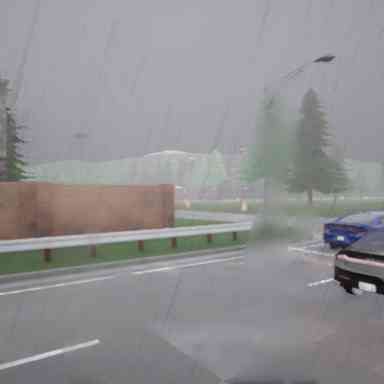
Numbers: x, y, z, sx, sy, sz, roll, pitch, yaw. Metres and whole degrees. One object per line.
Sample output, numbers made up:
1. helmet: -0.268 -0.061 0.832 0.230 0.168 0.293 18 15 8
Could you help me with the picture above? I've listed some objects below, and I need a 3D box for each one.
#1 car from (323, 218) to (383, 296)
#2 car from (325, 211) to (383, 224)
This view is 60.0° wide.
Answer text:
1. car: 5.140 1.503 7.410 4.902 1.511 2.128 0 0 -35
2. car: 7.294 1.496 13.246 5.008 1.535 1.882 0 0 -35
